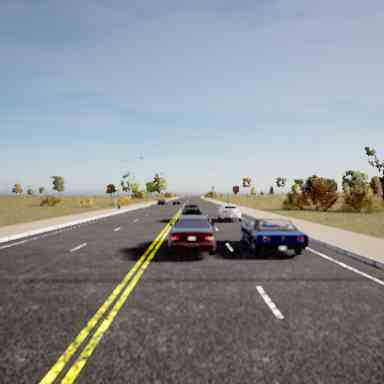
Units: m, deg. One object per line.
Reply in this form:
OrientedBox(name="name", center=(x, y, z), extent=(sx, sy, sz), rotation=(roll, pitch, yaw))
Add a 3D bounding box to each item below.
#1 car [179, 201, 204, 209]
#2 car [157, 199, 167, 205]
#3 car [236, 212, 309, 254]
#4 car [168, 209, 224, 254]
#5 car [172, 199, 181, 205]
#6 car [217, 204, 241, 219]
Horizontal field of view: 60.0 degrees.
OrientedBox(name="car", center=(-0.006, 1.769, 29.296), extent=(1.837, 1.490, 4.892), rotation=(0, 0, 0))
OrientedBox(name="car", center=(-6.526, 2.180, 72.514), extent=(1.994, 1.385, 4.181), rotation=(0, 0, 0))
OrientedBox(name="car", center=(3.247, 1.730, 14.107), extent=(1.895, 1.301, 4.718), rotation=(0, 0, 0))
OrientedBox(name="car", center=(-0.004, 1.675, 13.986), extent=(2.033, 1.411, 5.357), rotation=(0, 0, 0))
OrientedBox(name="car", center=(-3.276, 2.167, 72.516), extent=(2.033, 1.411, 5.357), rotation=(0, 0, 0))
OrientedBox(name="car", center=(3.244, 1.788, 29.370), extent=(1.812, 1.442, 4.674), rotation=(0, 0, 0))
